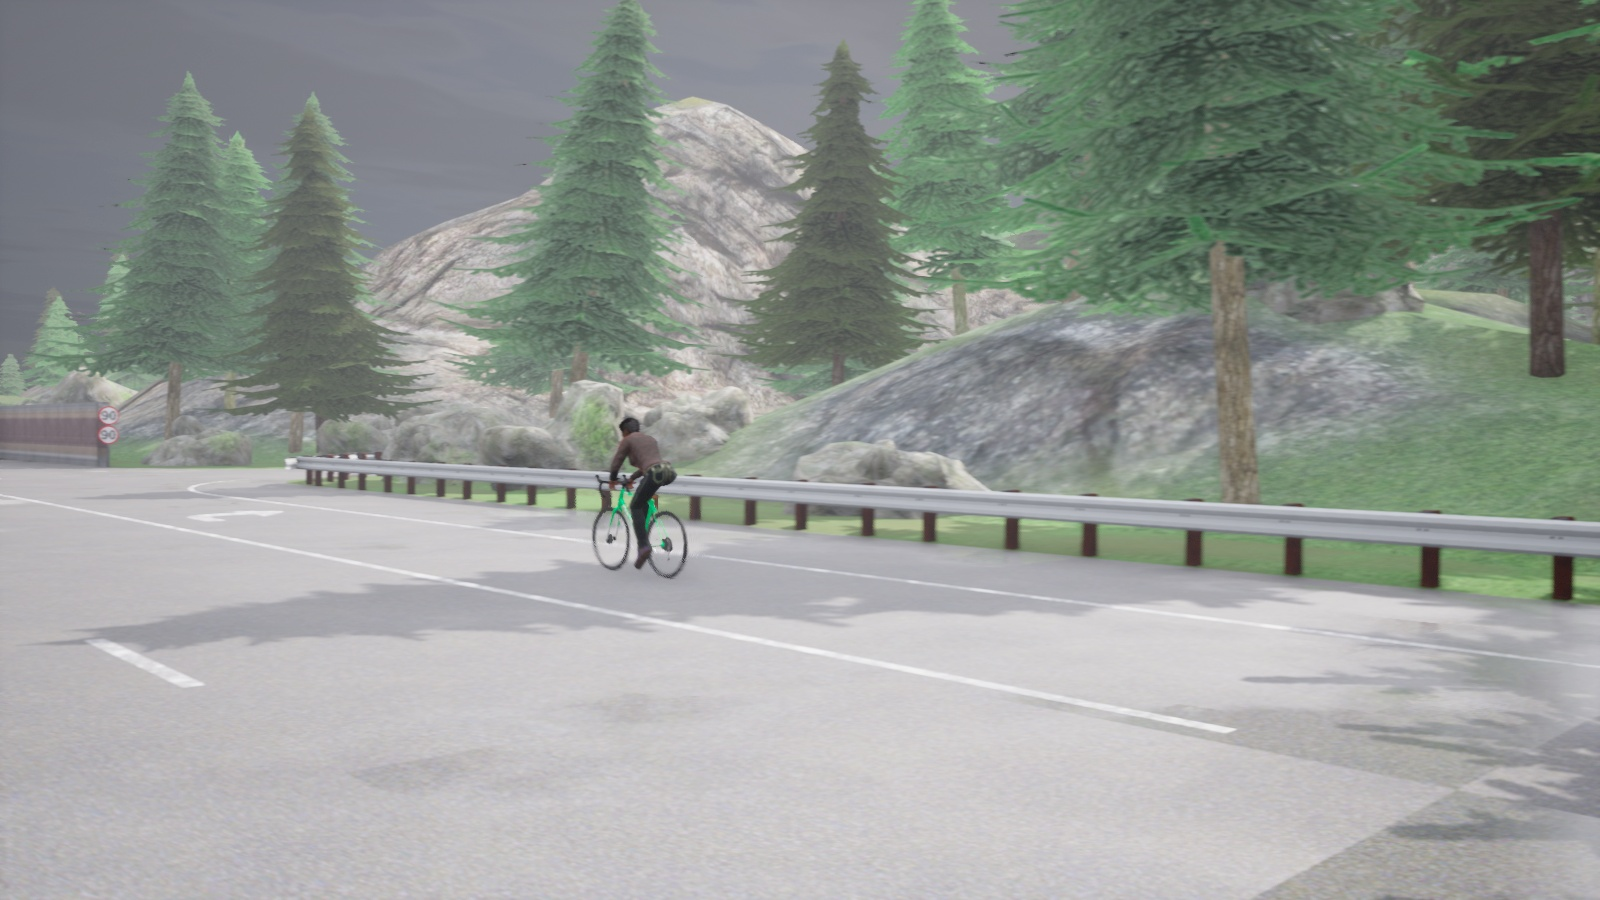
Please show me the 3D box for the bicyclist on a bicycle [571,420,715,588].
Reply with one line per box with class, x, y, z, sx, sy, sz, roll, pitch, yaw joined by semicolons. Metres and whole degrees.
bicyclist on a bicycle;-1.642;0.521;12.934;0.582;1.620;1.656;-1;1;-43
